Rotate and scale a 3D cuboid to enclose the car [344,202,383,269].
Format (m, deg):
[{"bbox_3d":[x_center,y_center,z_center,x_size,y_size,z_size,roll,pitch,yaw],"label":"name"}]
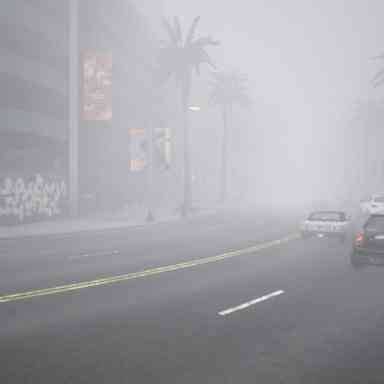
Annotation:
[{"bbox_3d":[6.574,1.349,10.306,2.097,1.767,4.553,0,0,40],"label":"car"}]

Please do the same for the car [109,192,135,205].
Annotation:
[{"bbox_3d":[-10.836,0.982,51.444,2.435,2.045,5.566,0,0,16],"label":"car"}]

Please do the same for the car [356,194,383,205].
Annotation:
[{"bbox_3d":[14.994,1.212,26.642,2.150,2.045,5.566,0,0,18],"label":"car"}]

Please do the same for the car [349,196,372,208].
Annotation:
[{"bbox_3d":[24.785,1.461,49.062,2.231,1.521,4.892,0,0,16],"label":"car"}]

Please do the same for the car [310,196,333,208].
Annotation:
[{"bbox_3d":[15.804,1.527,41.263,2.033,1.411,5.357,0,0,16],"label":"car"}]

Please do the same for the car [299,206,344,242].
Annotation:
[{"bbox_3d":[6.811,1.593,16.372,1.895,1.301,4.718,0,0,33],"label":"car"}]

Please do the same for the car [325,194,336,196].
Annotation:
[{"bbox_3d":[32.877,1.318,77.300,2.185,1.767,4.553,0,0,16],"label":"car"}]

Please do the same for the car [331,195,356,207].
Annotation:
[{"bbox_3d":[20.300,1.472,44.273,2.128,1.511,4.902,0,0,16],"label":"car"}]
